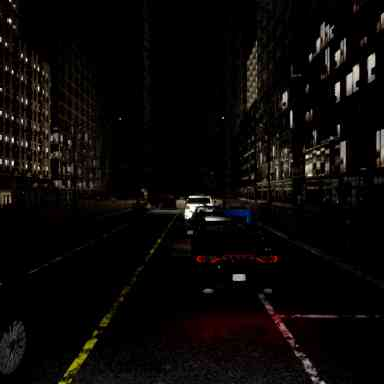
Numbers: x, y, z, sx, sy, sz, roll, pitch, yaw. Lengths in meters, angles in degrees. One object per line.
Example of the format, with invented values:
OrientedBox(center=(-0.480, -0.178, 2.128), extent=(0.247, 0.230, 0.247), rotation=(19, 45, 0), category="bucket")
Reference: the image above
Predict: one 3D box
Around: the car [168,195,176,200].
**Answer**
OrientedBox(center=(-5.738, 1.578, 94.769), extent=(1.947, 1.339, 4.313), rotation=(0, 0, 0), category="car")

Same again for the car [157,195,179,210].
OrientedBox(center=(-3.021, 1.481, 43.351), extent=(1.882, 1.535, 5.008), rotation=(0, 0, 0), category="car")

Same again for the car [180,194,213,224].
OrientedBox(center=(0.649, 1.224, 24.929), extent=(2.150, 2.045, 5.566), rotation=(0, 0, 4), category="car")

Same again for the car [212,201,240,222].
OrientedBox(center=(2.676, 1.527, 26.926), extent=(1.752, 1.417, 4.829), rotation=(0, 0, 0), category="car")

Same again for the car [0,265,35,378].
OrientedBox(center=(-3.101, 1.491, 2.702), extent=(2.128, 1.511, 4.902), rotation=(0, 0, 0), category="car")

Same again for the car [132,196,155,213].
OrientedBox(center=(-5.710, 1.528, 37.919), extent=(1.752, 1.417, 4.829), rotation=(0, 0, 0), category="car")

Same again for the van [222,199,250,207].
OrientedBox(center=(2.678, 1.342, 21.088), extent=(1.690, 1.788, 3.998), rotation=(0, 0, 0), category="van")

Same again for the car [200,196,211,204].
OrientedBox(center=(2.657, 1.558, 66.432), extent=(2.008, 1.369, 4.403), rotation=(0, 0, 0), category="car")

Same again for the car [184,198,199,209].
OrientedBox(center=(-0.004, 1.568, 46.216), extent=(1.994, 1.385, 4.181), rotation=(0, 0, 0), category="car")

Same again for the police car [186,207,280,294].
OrientedBox(center=(0.896, 1.425, 8.930), extent=(1.930, 1.638, 5.238), rotation=(0, 0, 0), category="police car")

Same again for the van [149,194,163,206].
OrientedBox(center=(-5.716, 1.346, 49.425), extent=(1.690, 1.788, 3.998), rotation=(0, 0, 0), category="van")

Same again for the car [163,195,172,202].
OrientedBox(center=(-5.729, 1.535, 77.595), extent=(1.752, 1.417, 4.829), rotation=(0, 0, 0), category="car")

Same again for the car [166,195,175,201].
OrientedBox(center=(-5.735, 1.556, 89.101), extent=(1.887, 1.381, 4.507), rotation=(0, 0, 0), category="car")

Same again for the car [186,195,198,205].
OrientedBox(center=(-0.029, 1.358, 60.147), extent=(2.097, 1.767, 4.553), rotation=(0, 0, 0), category="car")

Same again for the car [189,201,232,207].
OrientedBox(center=(0.891, 1.479, 18.821), extent=(1.882, 1.535, 5.008), rotation=(0, 0, 0), category="car")

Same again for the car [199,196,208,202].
OrientedBox(center=(2.651, 1.554, 77.768), extent=(1.887, 1.381, 4.507), rotation=(0, 0, 0), category="car")

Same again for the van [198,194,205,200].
OrientedBox(center=(2.643, 1.354, 94.771), extent=(1.690, 1.788, 3.998), rotation=(0, 0, 0), category="van")

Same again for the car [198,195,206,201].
OrientedBox(center=(2.645, 1.556, 89.104), extent=(1.887, 1.381, 4.507), rotation=(0, 0, 0), category="car")
